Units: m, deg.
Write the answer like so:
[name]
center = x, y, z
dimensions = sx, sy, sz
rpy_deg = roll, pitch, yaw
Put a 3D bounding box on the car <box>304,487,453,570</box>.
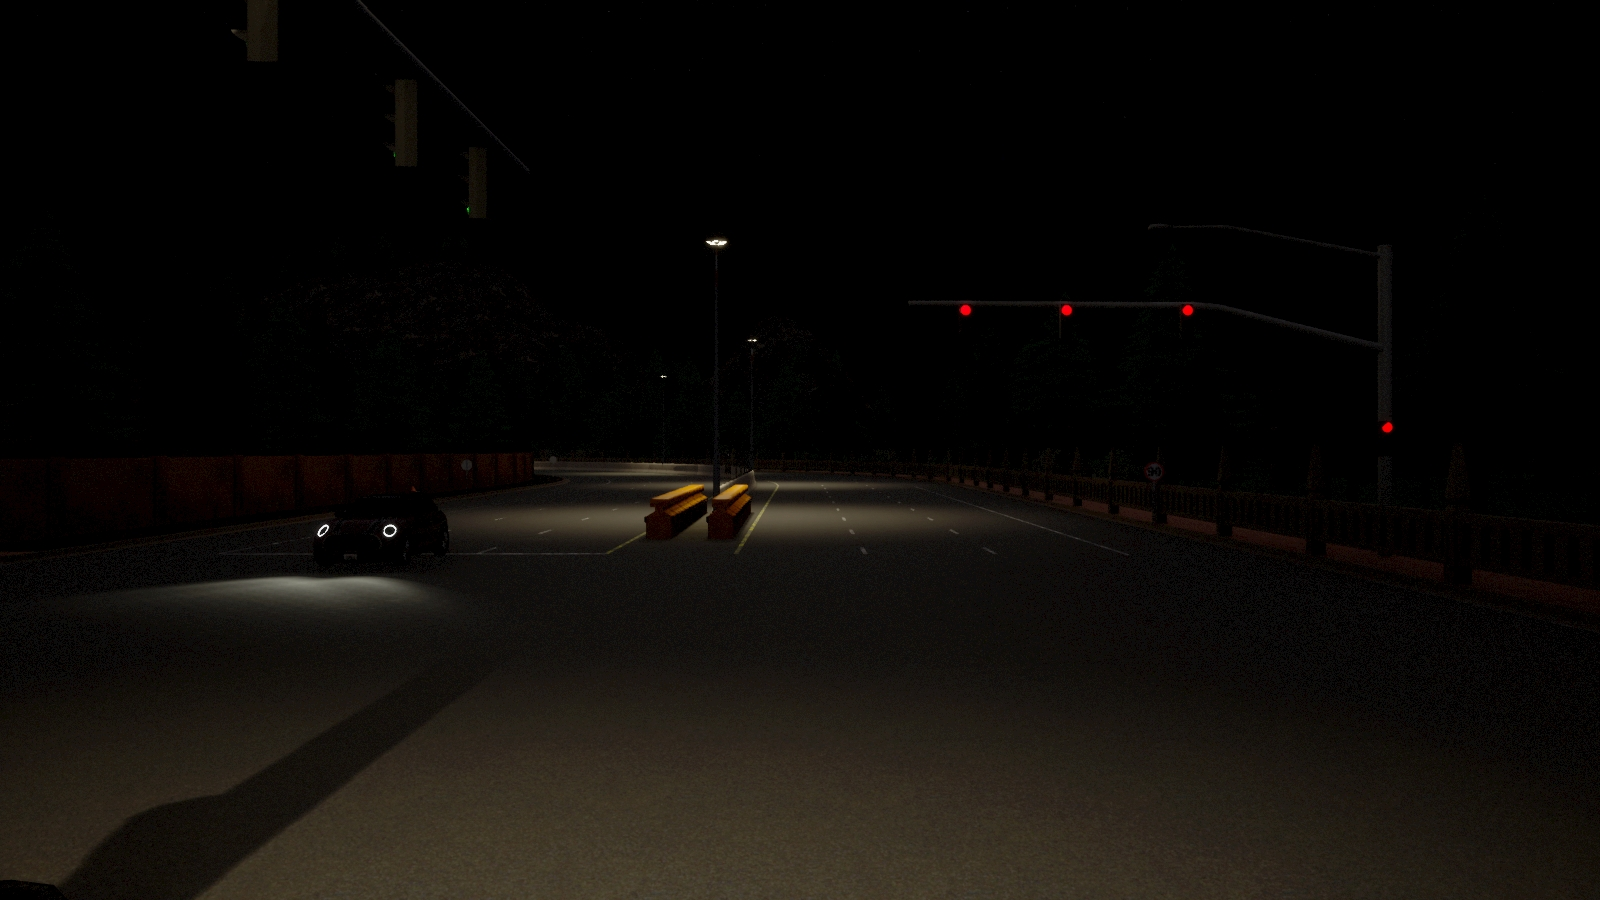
[car]
center = -10.504, 1.906, 28.861
dimensions = 2.097, 1.767, 4.553
rpy_deg = 0, 0, 0
